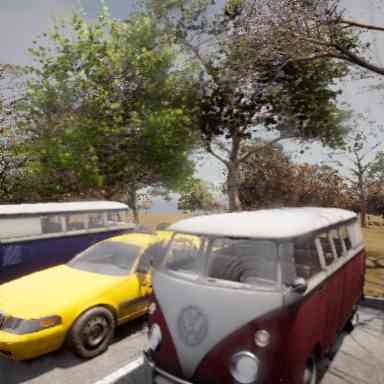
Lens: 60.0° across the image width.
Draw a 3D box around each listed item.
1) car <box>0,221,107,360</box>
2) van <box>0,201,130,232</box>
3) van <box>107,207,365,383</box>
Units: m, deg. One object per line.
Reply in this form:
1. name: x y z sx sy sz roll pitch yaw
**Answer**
1. car: -1.105 1.477 6.322 1.946 1.575 5.366 0 0 35
2. van: -3.186 1.253 8.177 1.878 1.987 4.442 0 0 35
3. van: 1.188 1.256 4.770 1.878 1.987 4.442 0 0 36
